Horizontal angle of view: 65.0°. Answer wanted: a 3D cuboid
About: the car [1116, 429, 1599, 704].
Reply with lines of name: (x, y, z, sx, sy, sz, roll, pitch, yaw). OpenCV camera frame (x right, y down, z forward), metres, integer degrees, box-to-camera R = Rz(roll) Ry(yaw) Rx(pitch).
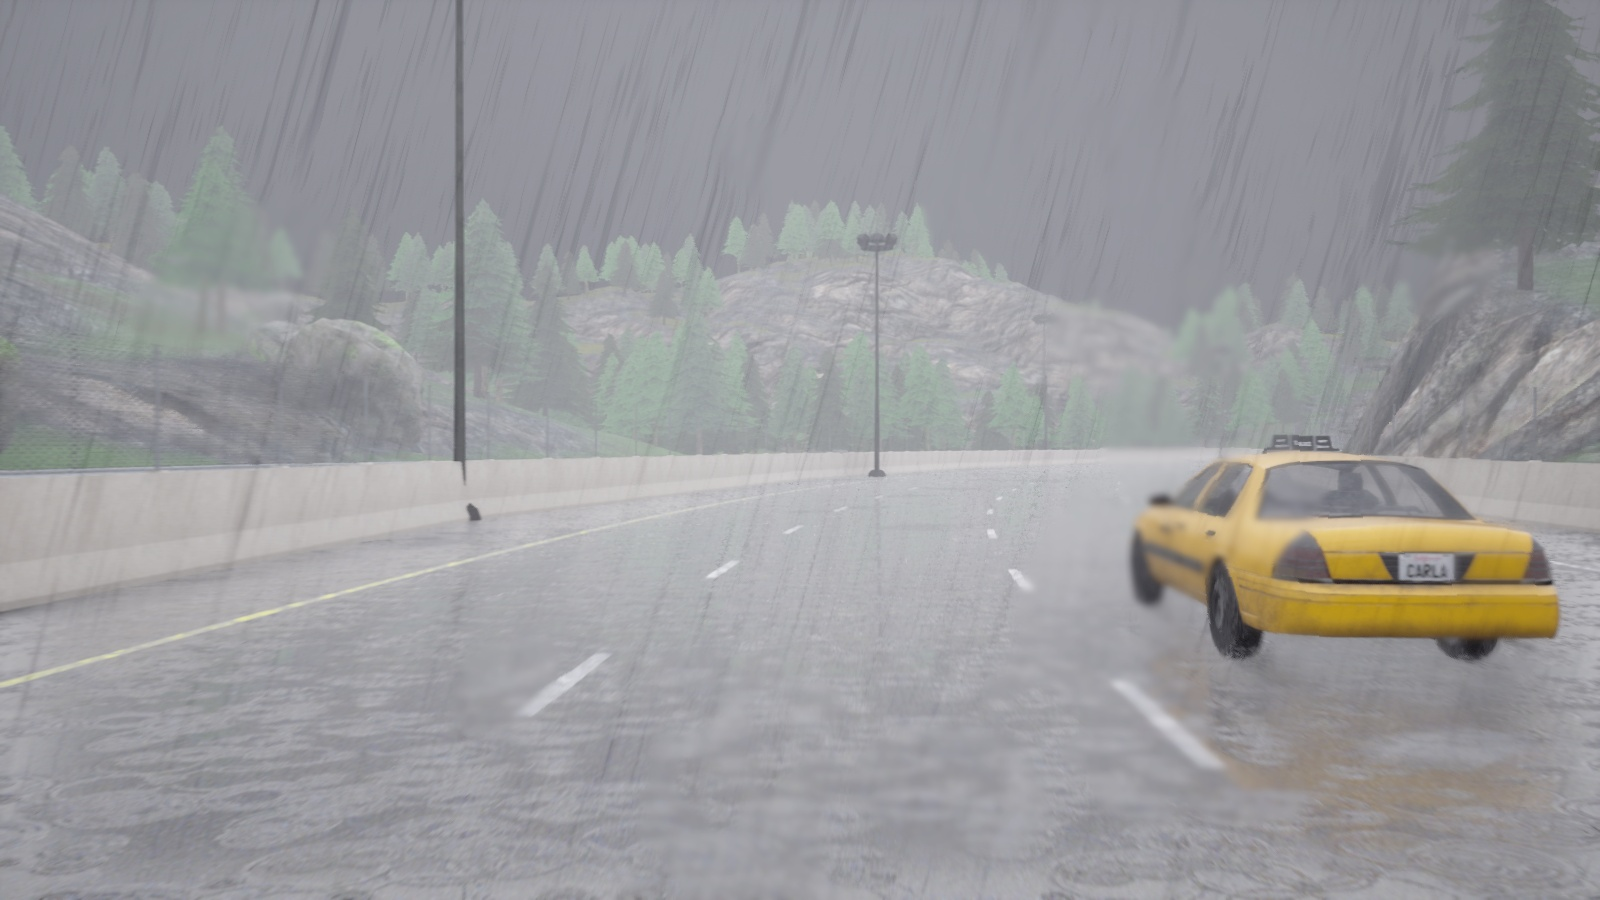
car: (3.912, 0.663, 9.952, 1.801, 1.575, 5.366, 0, 0, 4)
